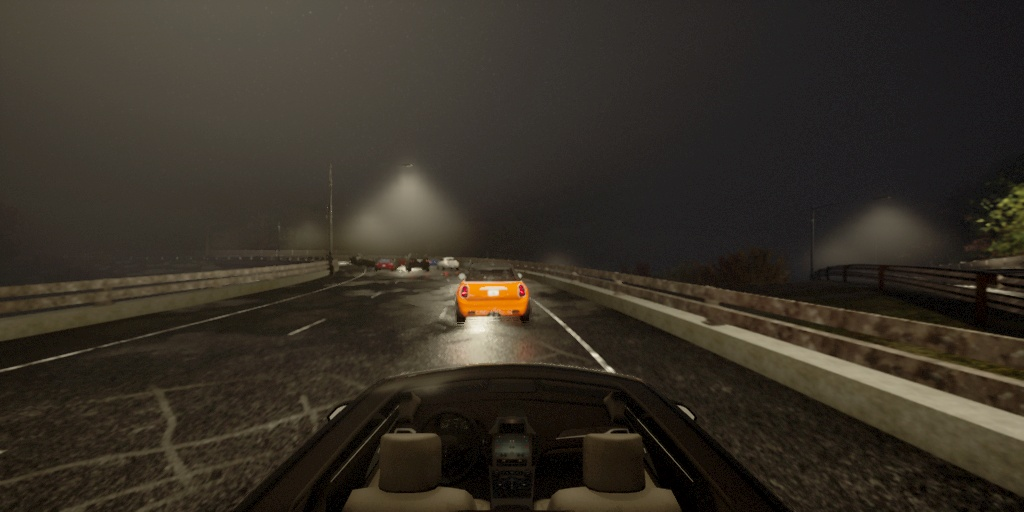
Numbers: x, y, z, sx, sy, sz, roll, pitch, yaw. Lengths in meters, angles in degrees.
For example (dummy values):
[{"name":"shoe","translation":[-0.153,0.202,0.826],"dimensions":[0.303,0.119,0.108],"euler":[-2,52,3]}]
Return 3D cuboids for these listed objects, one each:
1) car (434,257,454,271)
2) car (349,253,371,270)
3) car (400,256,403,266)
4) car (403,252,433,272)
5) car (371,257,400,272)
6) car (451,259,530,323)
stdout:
[{"name":"car","translation":[-7.317,0.895,40.936],"dimensions":[1.812,1.442,4.674],"euler":[-1,1,-23]},{"name":"car","translation":[-17.334,0.933,43.794],"dimensions":[4.902,1.511,2.128],"euler":[16,0,-23]},{"name":"car","translation":[-15.569,0.781,50.891],"dimensions":[1.882,1.535,5.008],"euler":[-1,1,-28]},{"name":"car","translation":[-10.254,0.627,38.861],"dimensions":[2.150,2.045,5.566],"euler":[-1,1,-20]},{"name":"car","translation":[-13.957,0.978,39.800],"dimensions":[1.994,1.385,4.181],"euler":[0,1,-13]},{"name":"car","translation":[-0.692,0.998,11.860],"dimensions":[2.097,1.767,4.553],"euler":[0,1,-5]}]
